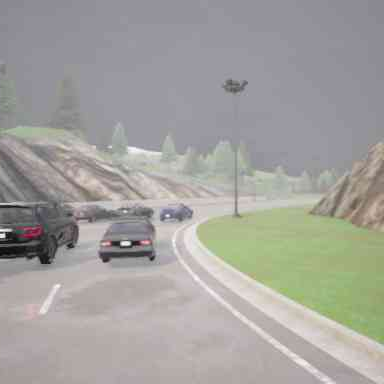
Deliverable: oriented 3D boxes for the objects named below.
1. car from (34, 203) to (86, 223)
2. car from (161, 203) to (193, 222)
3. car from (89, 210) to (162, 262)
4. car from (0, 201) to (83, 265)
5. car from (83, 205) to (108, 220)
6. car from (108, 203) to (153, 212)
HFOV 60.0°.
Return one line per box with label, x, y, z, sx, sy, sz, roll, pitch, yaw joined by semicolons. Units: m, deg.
car;-11.735;1.799;29.934;1.837;1.490;4.892;-1;0;14
car;-1.281;1.699;28.269;1.812;1.442;4.674;-1;0;16
car;-2.319;1.643;12.674;2.033;1.411;5.357;-1;0;-7
car;-5.785;1.353;12.166;2.150;2.045;5.566;-1;0;-7
car;-8.541;1.797;28.312;2.033;1.411;5.357;-1;0;13
car;-4.833;1.705;28.561;2.128;1.511;4.902;-1;0;15
